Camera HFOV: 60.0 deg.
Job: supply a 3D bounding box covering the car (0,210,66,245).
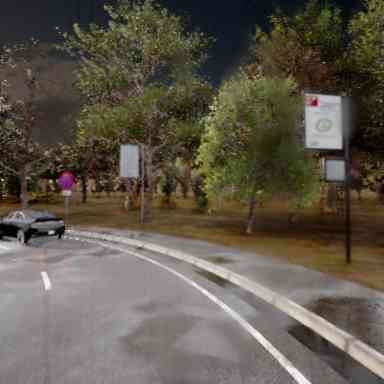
[{"bbox_3d":[-8.151,1.634,16.519,4.902,1.511,2.128,-1,0,41],"label":"car"}]
